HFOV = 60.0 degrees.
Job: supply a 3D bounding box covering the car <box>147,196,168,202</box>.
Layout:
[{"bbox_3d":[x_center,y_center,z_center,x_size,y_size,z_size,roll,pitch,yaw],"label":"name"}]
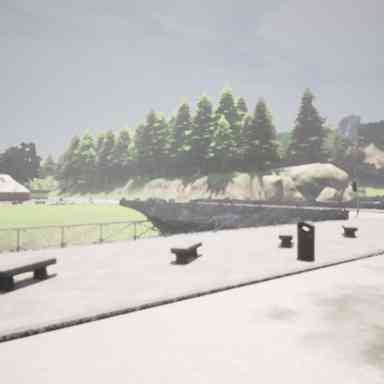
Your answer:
[{"bbox_3d":[-6.233,1.464,59.575,2.033,1.411,5.357,0,0,-35],"label":"car"}]
